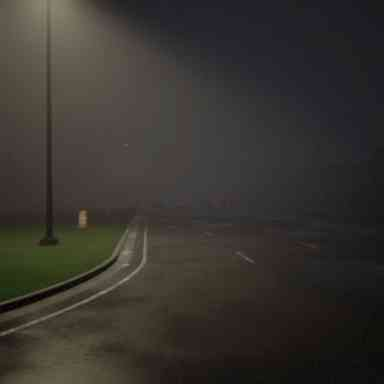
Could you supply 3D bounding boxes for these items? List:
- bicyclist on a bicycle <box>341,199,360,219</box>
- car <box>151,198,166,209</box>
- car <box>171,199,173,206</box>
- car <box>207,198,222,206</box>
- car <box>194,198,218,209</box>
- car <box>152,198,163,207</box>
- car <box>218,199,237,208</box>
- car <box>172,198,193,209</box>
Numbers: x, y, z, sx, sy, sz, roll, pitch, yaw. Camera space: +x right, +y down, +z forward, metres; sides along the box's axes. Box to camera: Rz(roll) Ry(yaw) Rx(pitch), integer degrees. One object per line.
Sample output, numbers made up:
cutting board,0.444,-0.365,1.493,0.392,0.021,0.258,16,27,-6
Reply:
bicyclist on a bicycle,12.785,1.357,26.876,1.656,1.620,0.582,-1,0,-8
car,-4.924,1.830,49.773,2.033,1.411,5.357,0,0,-7
car,-2.834,1.798,60.127,1.882,1.535,5.008,0,0,-8
car,4.104,1.845,61.056,1.994,1.385,4.181,0,0,-8
car,2.014,1.790,50.703,2.033,1.411,5.357,0,0,-7
car,-6.303,1.845,59.662,1.837,1.490,4.892,0,0,-8
car,5.489,1.823,51.110,1.895,1.301,4.718,0,0,-7
car,-1.446,1.863,50.158,1.895,1.301,4.718,0,0,-7
